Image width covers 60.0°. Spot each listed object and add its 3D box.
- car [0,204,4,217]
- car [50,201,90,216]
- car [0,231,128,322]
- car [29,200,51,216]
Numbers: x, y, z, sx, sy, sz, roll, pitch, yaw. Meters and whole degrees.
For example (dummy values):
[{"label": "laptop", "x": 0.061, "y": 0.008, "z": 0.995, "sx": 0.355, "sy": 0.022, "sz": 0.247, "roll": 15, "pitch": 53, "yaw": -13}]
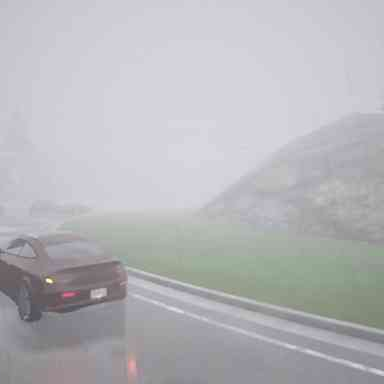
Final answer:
[{"label": "car", "x": -20.229, "y": 1.516, "z": 31.735, "sx": 2.150, "sy": 2.045, "sz": 5.566, "roll": 0, "pitch": -1, "yaw": -3}, {"label": "car", "x": -13.251, "y": 1.923, "z": 37.223, "sx": 2.033, "sy": 1.411, "sz": 5.357, "roll": 0, "pitch": -1, "yaw": 5}, {"label": "car", "x": -3.204, "y": 1.602, "z": 7.430, "sx": 1.812, "sy": 1.442, "sz": 4.674, "roll": 0, "pitch": -1, "yaw": -44}, {"label": "car", "x": -16.494, "y": 1.725, "z": 37.836, "sx": 2.097, "sy": 1.767, "sz": 4.553, "roll": 0, "pitch": -1, "yaw": 4}]
